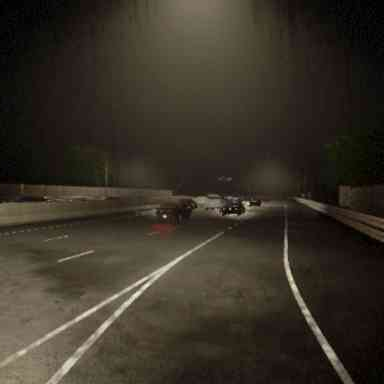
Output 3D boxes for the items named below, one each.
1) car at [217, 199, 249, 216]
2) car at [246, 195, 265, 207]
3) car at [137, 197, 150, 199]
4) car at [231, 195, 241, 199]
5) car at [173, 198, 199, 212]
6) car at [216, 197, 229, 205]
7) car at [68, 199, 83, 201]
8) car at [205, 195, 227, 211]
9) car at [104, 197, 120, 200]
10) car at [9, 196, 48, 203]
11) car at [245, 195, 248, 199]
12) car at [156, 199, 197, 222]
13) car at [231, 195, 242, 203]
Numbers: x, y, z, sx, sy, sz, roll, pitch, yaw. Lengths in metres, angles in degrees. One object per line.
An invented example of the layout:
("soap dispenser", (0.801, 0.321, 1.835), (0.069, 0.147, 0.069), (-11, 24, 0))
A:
("car", (4.428, 1.738, 35.042), (2.033, 1.411, 5.357), (1, 0, 16))
("car", (11.680, 1.888, 61.050), (2.128, 1.511, 4.902), (1, 0, 16))
("car", (-8.248, 1.573, 54.830), (1.837, 1.490, 4.892), (1, 0, 16))
("car", (7.778, 1.825, 60.077), (2.128, 1.511, 4.902), (1, 0, 16))
("car", (-0.689, 1.617, 42.736), (1.882, 1.535, 5.008), (1, 0, 16))
("car", (6.279, 1.821, 67.771), (1.882, 1.535, 5.008), (1, 0, 15))
("car", (-13.204, 1.496, 37.287), (1.994, 1.385, 4.181), (1, 0, 16))
("car", (3.237, 1.424, 43.756), (2.150, 2.045, 5.566), (1, 0, 16))
("car", (-12.657, 1.517, 52.121), (1.812, 1.442, 4.674), (1, 0, 16))
("car", (-17.391, 1.215, 35.356), (2.097, 1.767, 4.553), (1, 0, 16))
("car", (16.846, 1.858, 92.917), (2.150, 2.045, 5.566), (1, 0, 15))
("car", (-1.379, 1.583, 27.353), (1.837, 1.490, 4.892), (1, 0, 16))
("car", (11.618, 1.746, 87.118), (2.150, 2.045, 5.566), (1, 0, 15))
